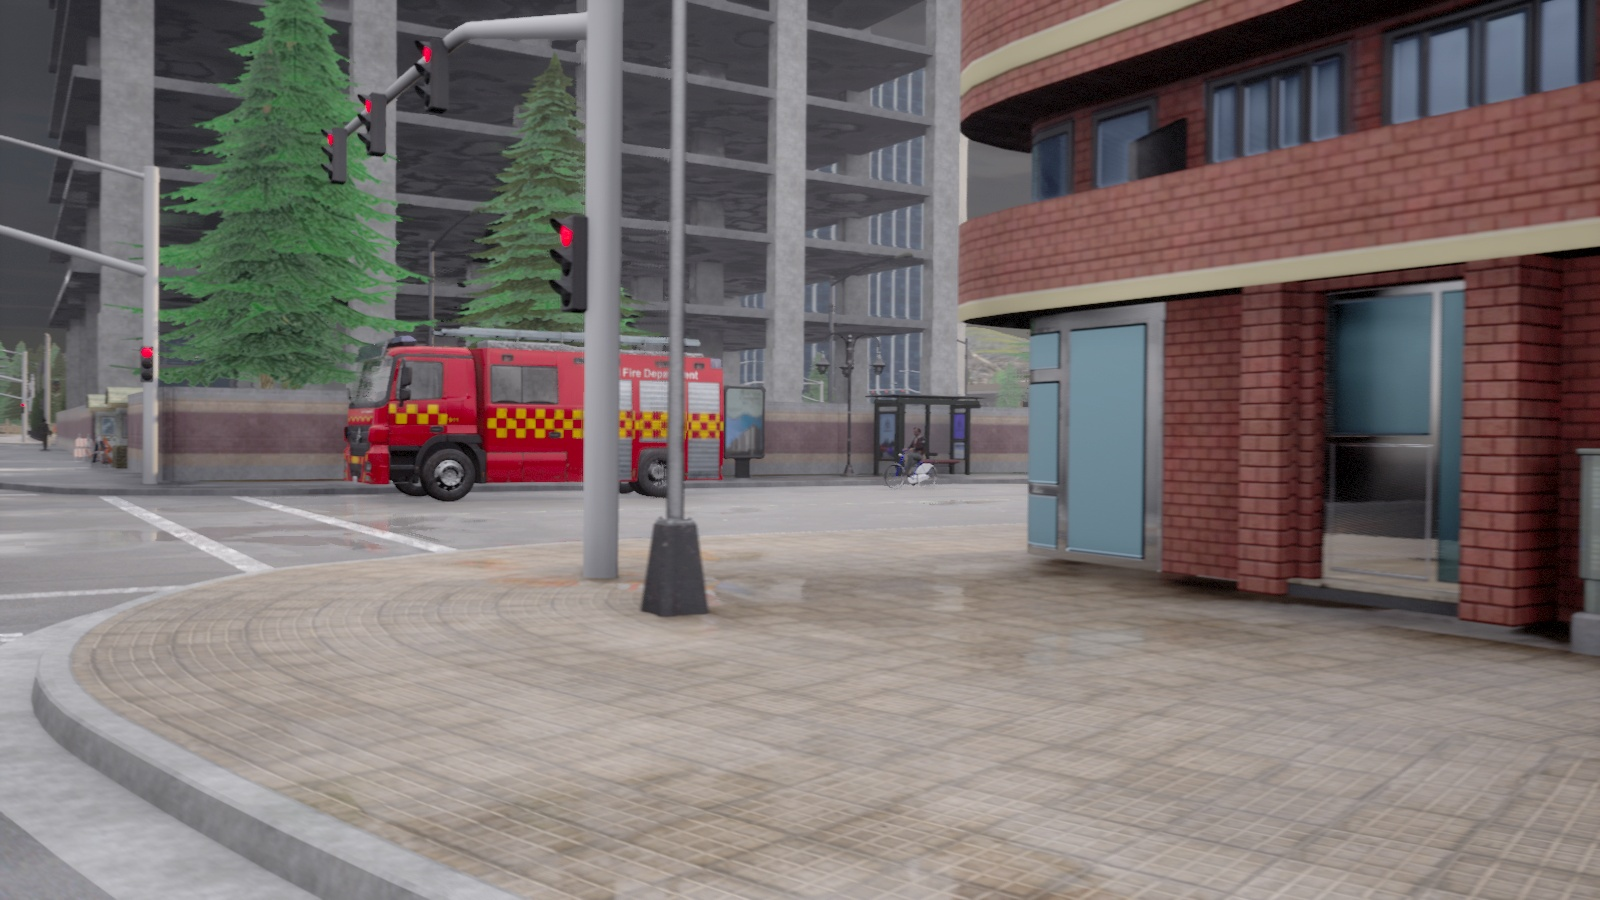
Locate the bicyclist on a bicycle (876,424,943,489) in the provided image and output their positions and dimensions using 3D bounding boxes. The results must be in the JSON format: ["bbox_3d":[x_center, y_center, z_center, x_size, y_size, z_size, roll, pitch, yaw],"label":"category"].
[{"bbox_3d":[3.076,0.181,35.238,1.843,1.776,0.659,1,0,-32],"label":"bicyclist on a bicycle"}]

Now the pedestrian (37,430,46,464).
[{"bbox_3d":[-43.281,-0.154,71.658,0.395,1.930,0.692,-1,1,-32],"label":"pedestrian"}]

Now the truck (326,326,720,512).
[{"bbox_3d":[-6.288,-0.697,29.282,8.468,3.827,2.891,-1,1,-32],"label":"truck"}]
